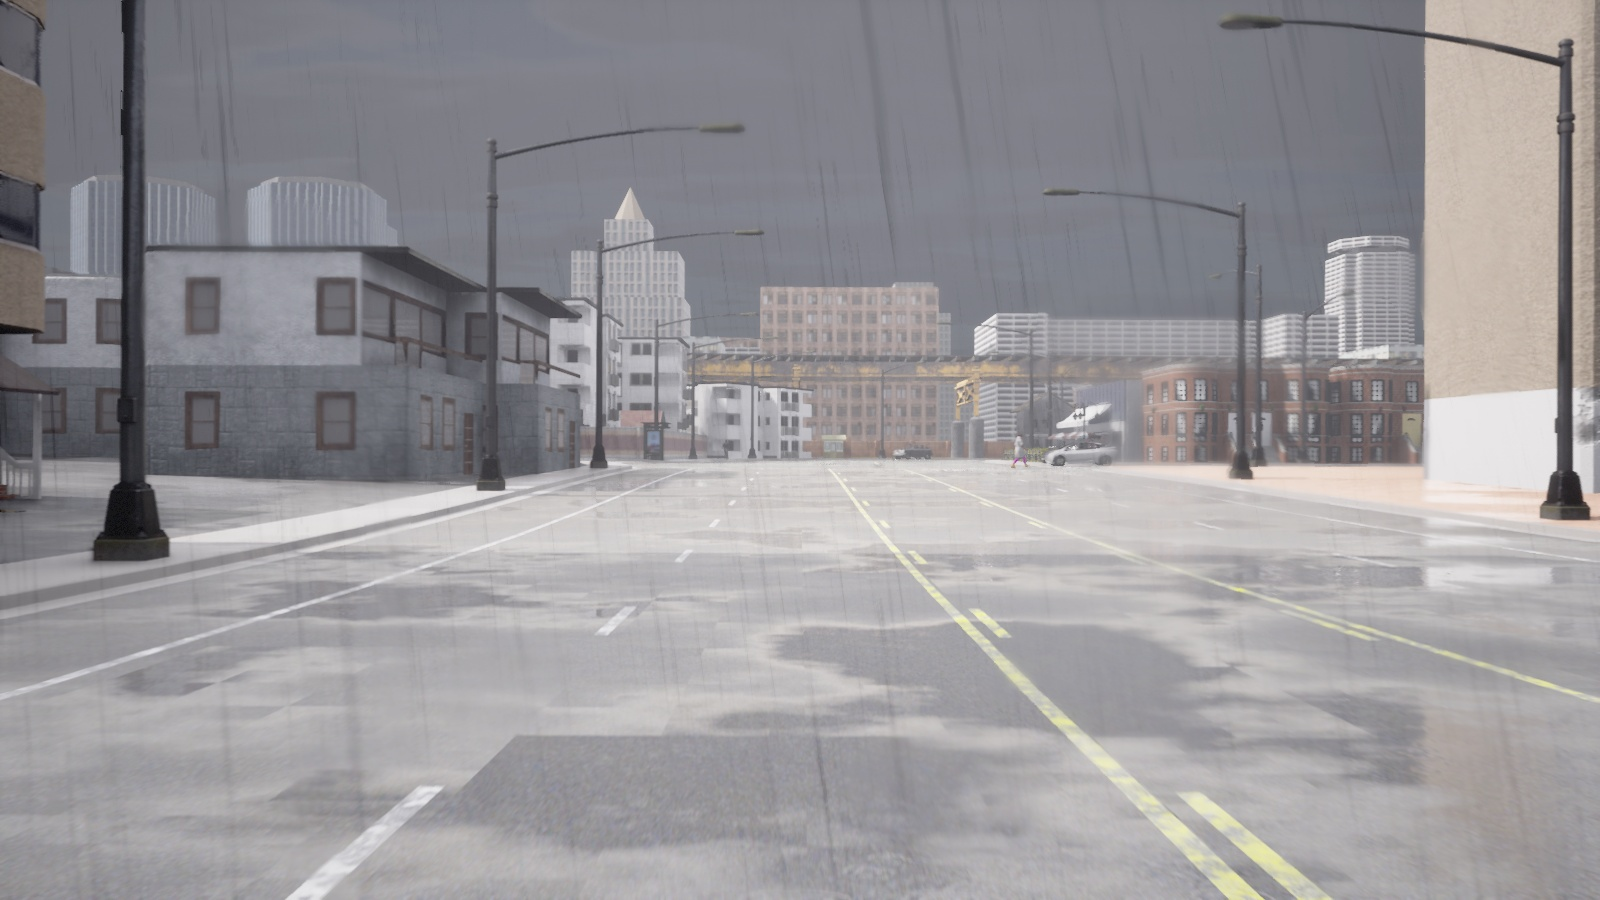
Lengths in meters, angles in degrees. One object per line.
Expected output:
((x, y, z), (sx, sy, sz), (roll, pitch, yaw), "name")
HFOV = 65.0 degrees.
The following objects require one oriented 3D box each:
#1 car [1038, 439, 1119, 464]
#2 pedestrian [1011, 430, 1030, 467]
((17.040, 0.086, 77.003), (4.514, 1.525, 2.007), (0, 0, 0), "car")
((11.573, -0.083, 65.896), (0.873, 1.952, 0.659), (0, 0, -4), "pedestrian")
